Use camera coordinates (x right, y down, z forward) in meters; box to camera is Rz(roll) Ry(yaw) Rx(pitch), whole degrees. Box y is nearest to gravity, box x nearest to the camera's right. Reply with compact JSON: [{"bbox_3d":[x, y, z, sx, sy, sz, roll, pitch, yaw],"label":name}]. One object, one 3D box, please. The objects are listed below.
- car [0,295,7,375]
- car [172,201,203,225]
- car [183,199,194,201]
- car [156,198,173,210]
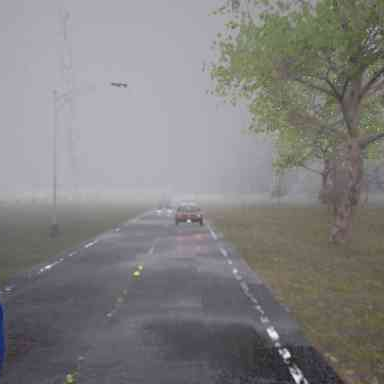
[{"bbox_3d":[-2.891,1.469,1.494,1.882,1.535,5.008,0,0,-1],"label":"car"},{"bbox_3d":[-0.226,1.590,23.819,1.895,1.301,4.718,0,0,-1],"label":"car"},{"bbox_3d":[-0.462,1.580,42.245,1.895,1.301,4.718,0,0,-1],"label":"car"},{"bbox_3d":[-3.403,1.518,42.190,2.033,1.411,5.357,0,0,-1],"label":"car"}]
